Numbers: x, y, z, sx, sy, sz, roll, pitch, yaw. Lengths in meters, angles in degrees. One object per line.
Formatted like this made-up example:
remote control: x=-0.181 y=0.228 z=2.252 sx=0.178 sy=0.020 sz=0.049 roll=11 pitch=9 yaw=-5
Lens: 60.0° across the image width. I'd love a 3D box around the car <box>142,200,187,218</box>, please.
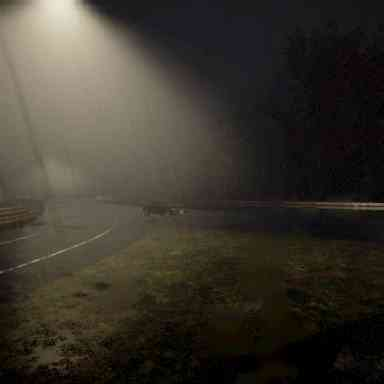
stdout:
car: x=-2.553 y=1.412 z=29.625 sx=4.674 sy=1.442 sz=1.812 roll=0 pitch=0 yaw=43
